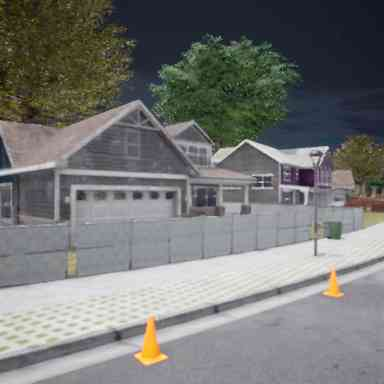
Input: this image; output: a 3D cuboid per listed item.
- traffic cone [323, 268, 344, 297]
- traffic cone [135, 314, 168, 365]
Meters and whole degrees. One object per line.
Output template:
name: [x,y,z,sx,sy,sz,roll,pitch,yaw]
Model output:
traffic cone: [3.262,2.057,7.651,0.340,0.580,0.340,1,-1,-40]
traffic cone: [-0.562,2.000,4.616,0.340,0.580,0.340,1,-1,-37]
